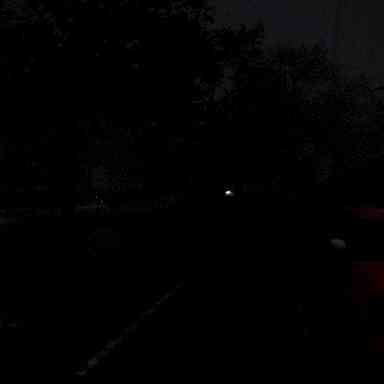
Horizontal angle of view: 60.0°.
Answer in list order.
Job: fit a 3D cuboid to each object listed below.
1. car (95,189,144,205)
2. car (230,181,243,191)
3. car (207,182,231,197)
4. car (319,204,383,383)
[{"bbox_3d":[-6.985,0.444,32.266,1.895,1.301,4.718,1,4,37],"label":"car"},{"bbox_3d":[5.876,-0.899,49.145,1.994,1.385,4.181,2,5,37],"label":"car"},{"bbox_3d":[2.294,-0.167,38.780,1.994,1.385,4.181,1,4,37],"label":"car"},{"bbox_3d":[3.278,1.234,5.063,2.435,2.045,5.566,1,-1,16],"label":"car"}]
